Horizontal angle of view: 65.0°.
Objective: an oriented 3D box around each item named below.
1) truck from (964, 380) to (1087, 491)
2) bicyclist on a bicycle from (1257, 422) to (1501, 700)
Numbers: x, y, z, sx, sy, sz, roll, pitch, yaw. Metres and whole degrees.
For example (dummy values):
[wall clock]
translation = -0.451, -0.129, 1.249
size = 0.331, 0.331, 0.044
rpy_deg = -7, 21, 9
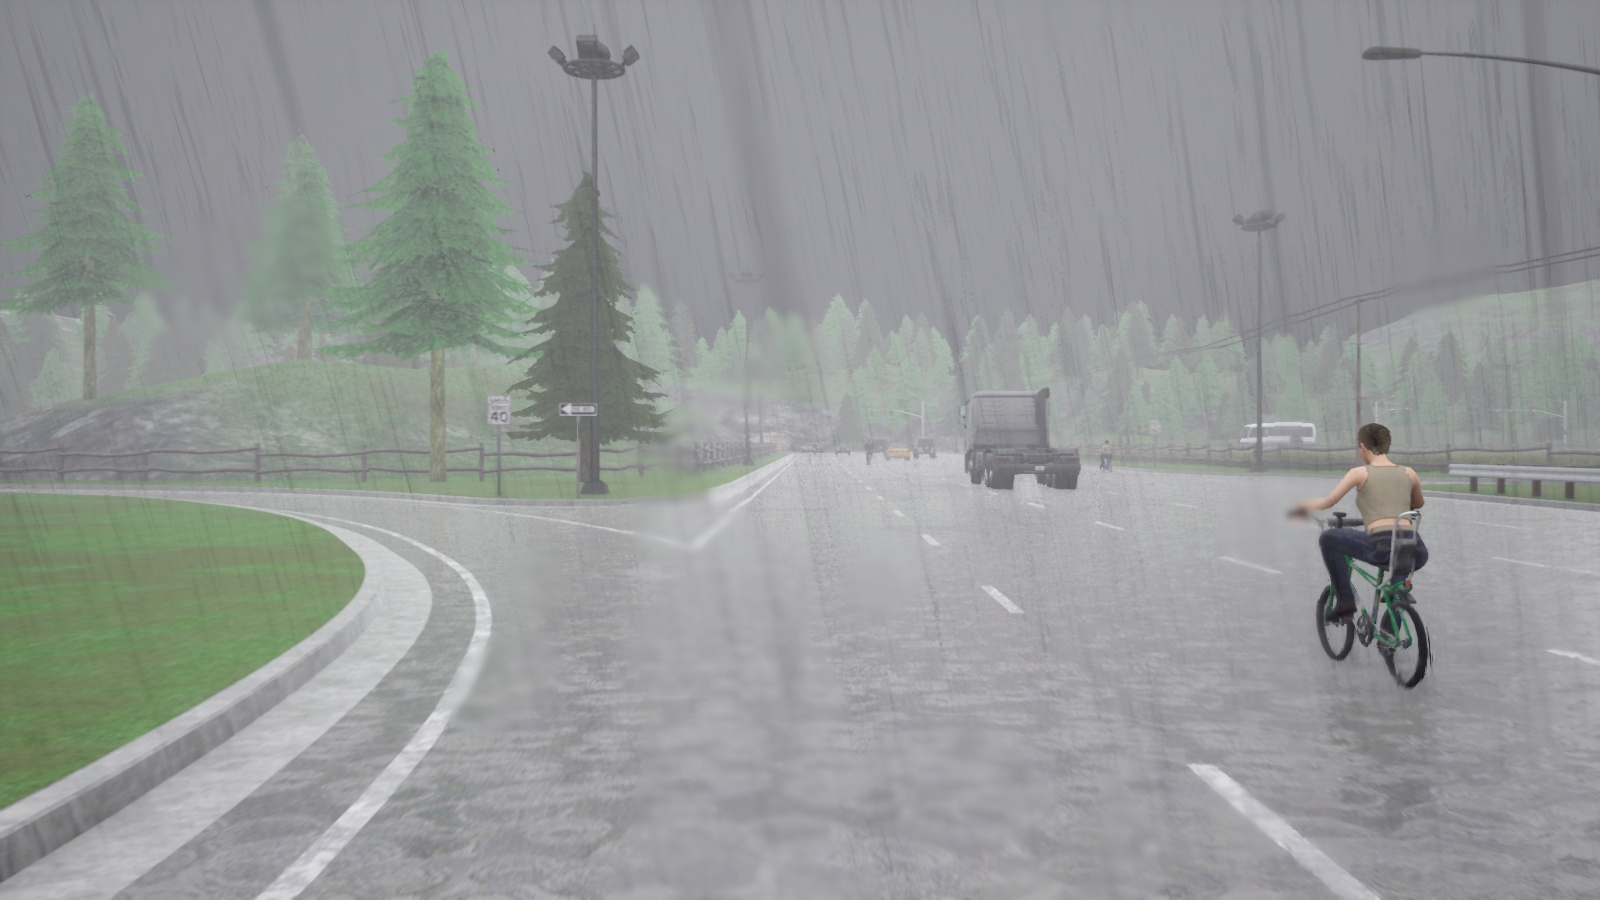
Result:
[truck]
translation = 7.537, -0.473, 43.134
size = 2.891, 3.462, 7.936
rpy_deg = 0, 0, 1
[bicyclist on a bicycle]
translation = 3.633, 0.640, 8.035
size = 0.866, 1.612, 1.509
rpy_deg = 0, 0, 0
